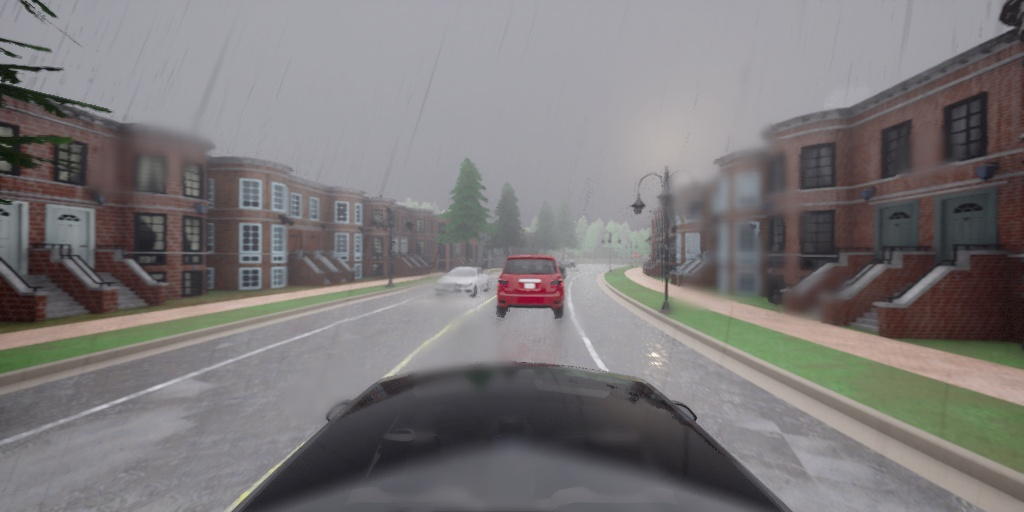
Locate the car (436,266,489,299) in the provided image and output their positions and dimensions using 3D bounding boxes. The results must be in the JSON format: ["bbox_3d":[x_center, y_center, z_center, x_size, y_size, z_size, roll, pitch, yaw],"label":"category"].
[{"bbox_3d":[-2.354,1.261,18.300,1.812,1.442,4.674,0,0,7],"label":"car"}]

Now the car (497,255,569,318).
[{"bbox_3d":[0.763,0.973,13.227,2.150,2.045,5.566,0,0,5],"label":"car"}]

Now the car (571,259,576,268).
[{"bbox_3d":[9.029,1.287,58.532,1.837,1.490,4.892,0,0,24],"label":"car"}]

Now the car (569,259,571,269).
[{"bbox_3d":[3.730,1.255,31.346,2.128,1.511,4.902,0,0,13],"label":"car"}]
